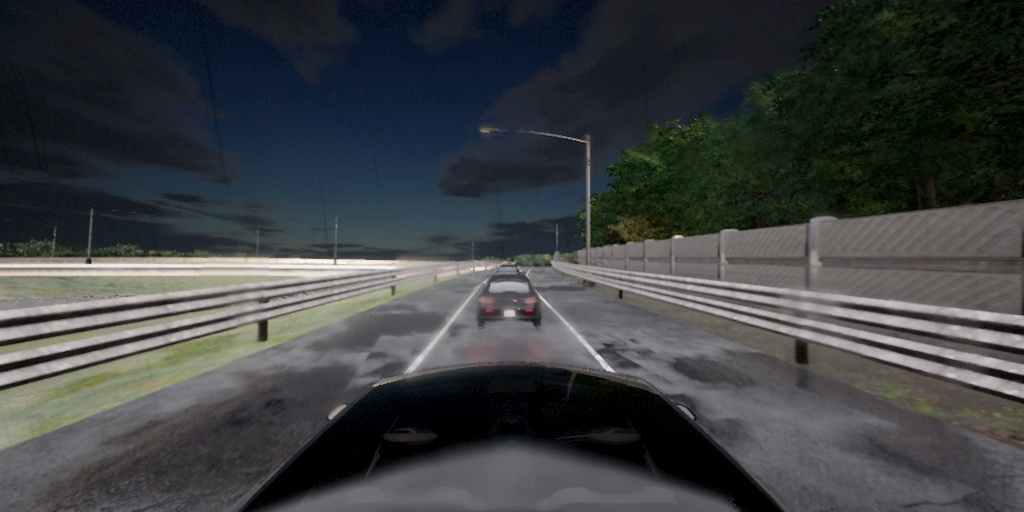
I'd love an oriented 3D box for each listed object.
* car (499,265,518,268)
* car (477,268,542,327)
[{"bbox_3d":[-0.279,1.347,26.250,2.033,1.411,5.357,0,0,1],"label":"car"},{"bbox_3d":[-0.095,1.298,11.446,1.812,1.442,4.674,0,0,-1],"label":"car"}]
